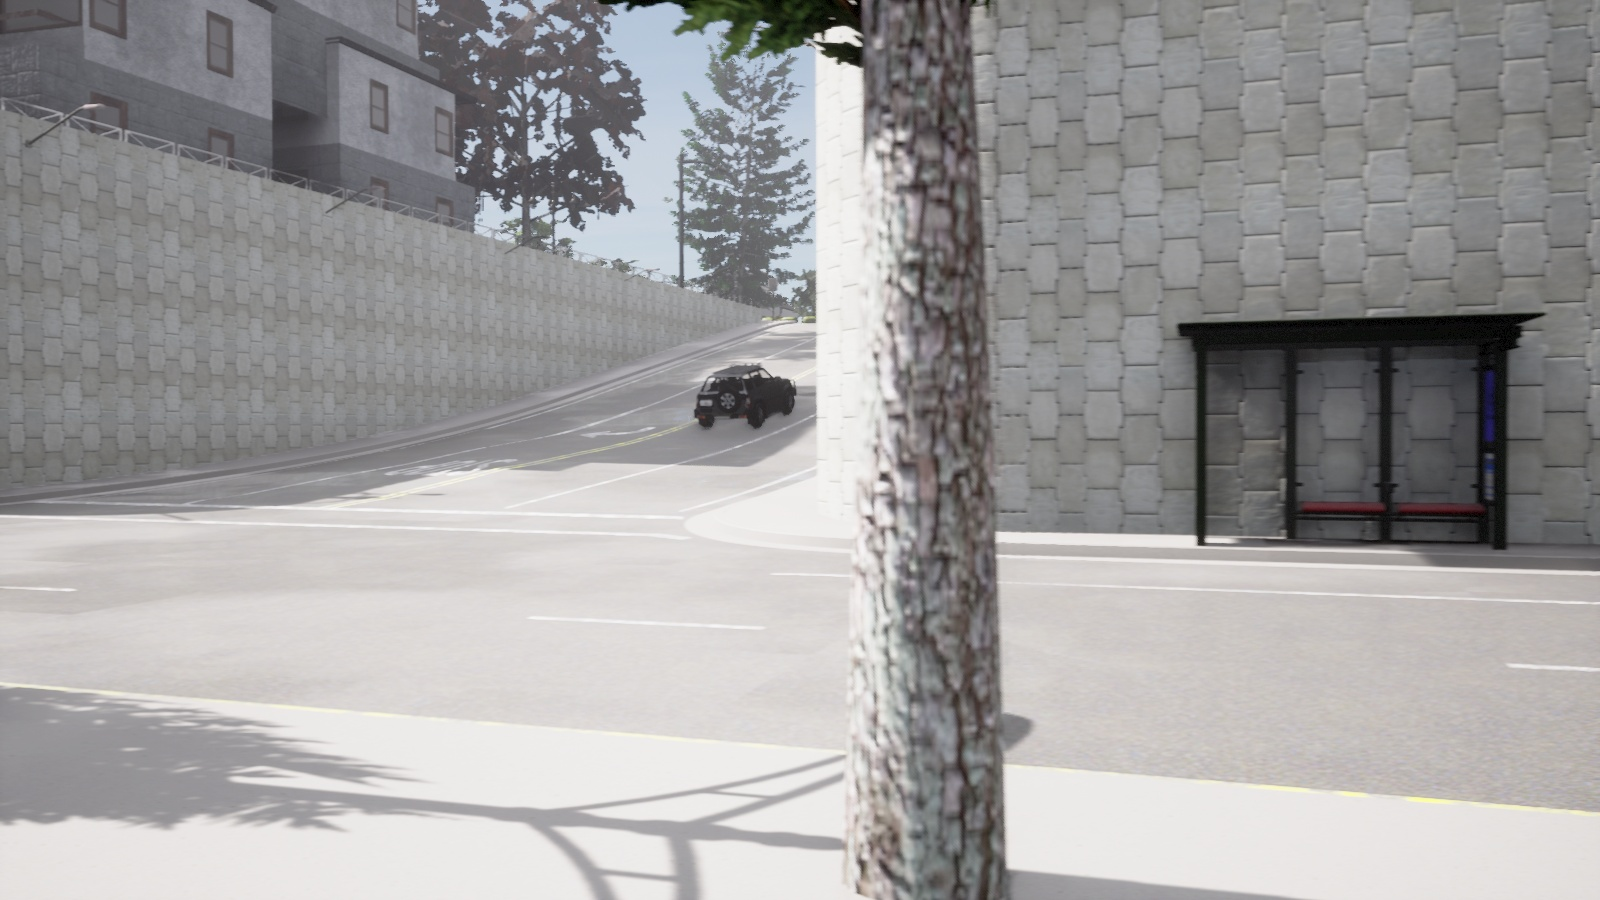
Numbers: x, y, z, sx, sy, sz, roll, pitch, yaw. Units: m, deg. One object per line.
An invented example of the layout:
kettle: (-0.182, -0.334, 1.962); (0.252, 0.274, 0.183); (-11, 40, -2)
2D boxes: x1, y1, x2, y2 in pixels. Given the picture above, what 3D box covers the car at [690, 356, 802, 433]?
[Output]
car: (-1.633, -1.828, 39.837); (1.932, 1.855, 4.605); (0, 10, 19)
